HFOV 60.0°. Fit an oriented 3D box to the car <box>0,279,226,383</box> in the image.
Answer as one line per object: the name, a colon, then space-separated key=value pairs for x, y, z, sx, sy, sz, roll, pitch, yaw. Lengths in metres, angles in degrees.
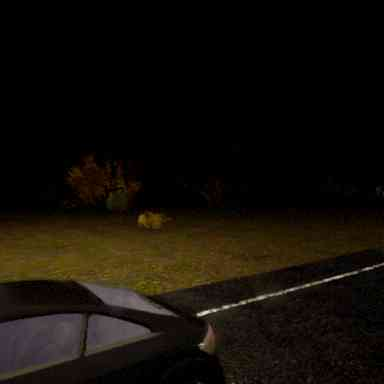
car: x=-1.734 y=1.564 z=2.795 sx=4.181 sy=1.385 sz=1.994 roll=0 pitch=0 yaw=-36
